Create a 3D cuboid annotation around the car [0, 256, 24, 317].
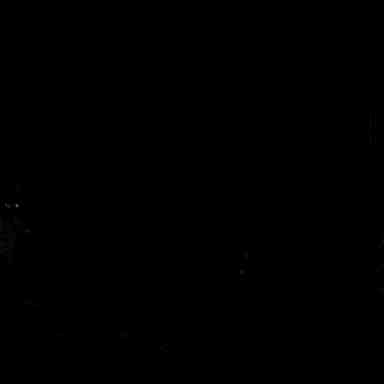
[{"bbox_3d":[-4.927,1.607,6.352,4.313,1.339,1.947,0,0,35],"label":"car"}]
